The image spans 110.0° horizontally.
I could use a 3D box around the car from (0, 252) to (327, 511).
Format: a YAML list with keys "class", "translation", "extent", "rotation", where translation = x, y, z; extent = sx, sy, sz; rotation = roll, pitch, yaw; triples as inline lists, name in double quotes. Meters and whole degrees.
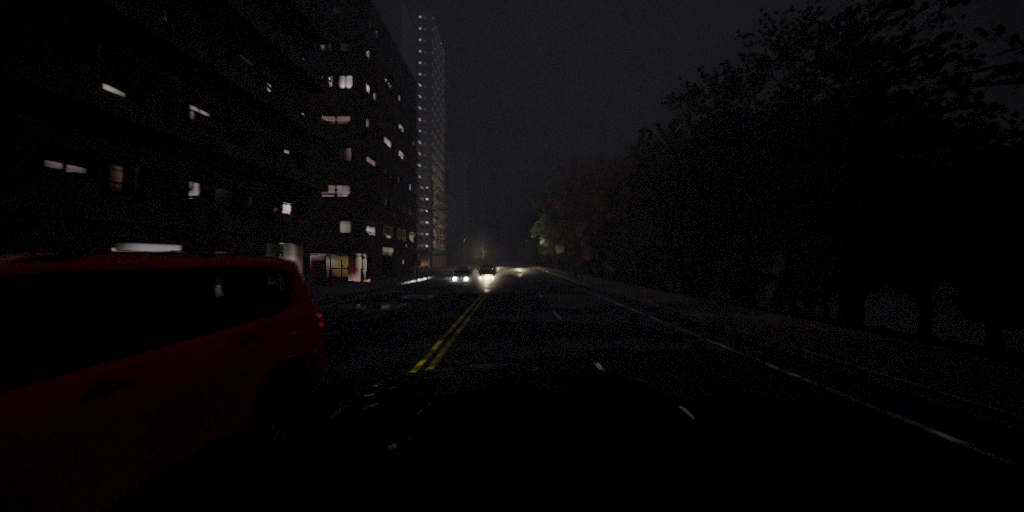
- class: "car"
  translation: [-3.350, 0.977, 2.166]
  extent: [2.150, 2.045, 5.566]
  rotation: [0, -1, 0]

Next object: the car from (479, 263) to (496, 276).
- class: "car"
  translation: [-3.240, 1.770, 48.112]
  extent: [2.097, 1.767, 4.553]
  rotation: [0, -1, 0]

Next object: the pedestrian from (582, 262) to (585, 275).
- class: "pedestrian"
  translation: [10.021, 1.714, 50.399]
  extent: [0.375, 1.860, 0.375]
  rotation: [0, 0, 0]

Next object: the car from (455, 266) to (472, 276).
- class: "car"
  translation: [-6.490, 2.031, 48.050]
  extent: [1.895, 1.301, 4.718]
  rotation: [0, -1, 0]

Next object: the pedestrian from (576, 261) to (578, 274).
- class: "pedestrian"
  translation: [9.020, 1.529, 49.800]
  extent: [0.375, 1.860, 0.375]
  rotation: [0, 0, 0]

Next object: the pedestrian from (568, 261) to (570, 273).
- class: "pedestrian"
  translation: [8.021, 1.545, 51.001]
  extent: [0.375, 1.860, 0.375]
  rotation: [0, 0, 0]
